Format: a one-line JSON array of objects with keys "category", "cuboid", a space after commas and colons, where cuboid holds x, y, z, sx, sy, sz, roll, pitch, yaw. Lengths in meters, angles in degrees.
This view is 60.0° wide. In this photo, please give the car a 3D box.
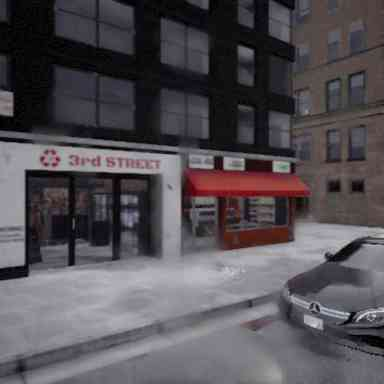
[{"category": "car", "cuboid": [3.572, 1.538, 5.930, 4.674, 1.442, 1.812, 0, 0, -35]}]
